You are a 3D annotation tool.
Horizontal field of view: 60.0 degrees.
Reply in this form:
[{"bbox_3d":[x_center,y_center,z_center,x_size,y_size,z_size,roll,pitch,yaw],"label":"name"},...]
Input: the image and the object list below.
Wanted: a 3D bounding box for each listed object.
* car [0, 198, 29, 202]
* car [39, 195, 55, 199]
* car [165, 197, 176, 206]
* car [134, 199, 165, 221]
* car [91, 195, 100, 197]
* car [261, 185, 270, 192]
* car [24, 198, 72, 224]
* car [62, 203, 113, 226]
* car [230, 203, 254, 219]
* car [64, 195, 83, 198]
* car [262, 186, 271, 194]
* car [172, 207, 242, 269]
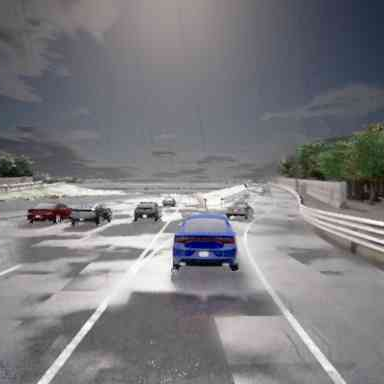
[{"bbox_3d":[-21.165,1.523,40.480,1.837,1.490,4.892,0,0,0],"label":"car"},{"bbox_3d":[-24.728,1.316,56.409,2.097,1.767,4.553,0,0,0],"label":"car"},{"bbox_3d":[-3.665,1.554,53.592,1.994,1.385,4.181,0,0,0],"label":"car"},{"bbox_3d":[-3.520,1.521,27.090,1.837,1.490,4.892,0,0,0],"label":"car"},{"bbox_3d":[-21.362,1.397,73.222,2.033,1.411,5.357,0,0,-1],"label":"car"},{"bbox_3d":[19.600,-0.917,88.382,2.128,1.511,4.902,0,3,10],"label":"car"},{"bbox_3d":[-10.416,1.490,24.937,1.882,1.535,5.008,0,0,0],"label":"car"},{"bbox_3d":[-6.912,1.503,23.250,2.128,1.511,4.902,0,0,0],"label":"car"},{"bbox_3d":[4.420,1.664,30.171,2.033,1.411,5.357,0,-1,17],"label":"car"},{"bbox_3d":[-21.230,1.449,57.613,2.128,1.511,4.902,0,0,0],"label":"car"},{"bbox_3d":[17.636,-0.266,78.494,1.837,1.490,4.892,0,3,11],"label":"car"},{"bbox_3d":[0.515,1.484,11.229,1.882,1.535,5.008,0,0,5],"label":"car"}]
